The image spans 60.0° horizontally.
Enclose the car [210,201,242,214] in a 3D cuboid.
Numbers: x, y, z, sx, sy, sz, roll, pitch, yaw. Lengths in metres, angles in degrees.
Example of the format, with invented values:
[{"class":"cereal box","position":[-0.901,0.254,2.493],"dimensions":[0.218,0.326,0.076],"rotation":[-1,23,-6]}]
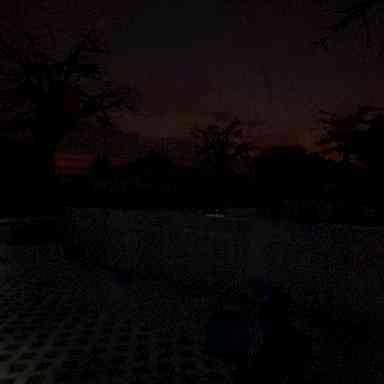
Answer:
[{"class":"car","position":[3.727,1.704,35.170],"dimensions":[1.994,1.385,4.181],"rotation":[3,0,37]}]

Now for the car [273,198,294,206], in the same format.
[{"class":"car","position":[13.158,1.630,47.706],"dimensions":[1.812,1.442,4.674],"rotation":[3,0,37]}]
